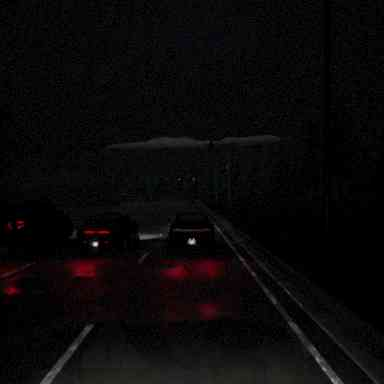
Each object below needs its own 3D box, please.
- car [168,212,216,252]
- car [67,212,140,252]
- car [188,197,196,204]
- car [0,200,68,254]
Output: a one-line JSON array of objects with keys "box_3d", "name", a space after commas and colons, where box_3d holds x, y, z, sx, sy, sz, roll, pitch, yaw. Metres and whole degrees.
[{"box_3d": [-0.003, 1.630, 14.492, 2.128, 1.511, 4.902, 0, 0, 0], "name": "car"}, {"box_3d": [-3.503, 1.645, 14.504, 1.837, 1.490, 4.892, 0, 0, 0], "name": "car"}, {"box_3d": [-0.035, 2.370, 82.257, 1.895, 1.301, 4.718, 0, -1, 0], "name": "car"}, {"box_3d": [-7.005, 1.351, 14.213, 2.150, 2.045, 5.566, 0, 0, 0], "name": "car"}]
